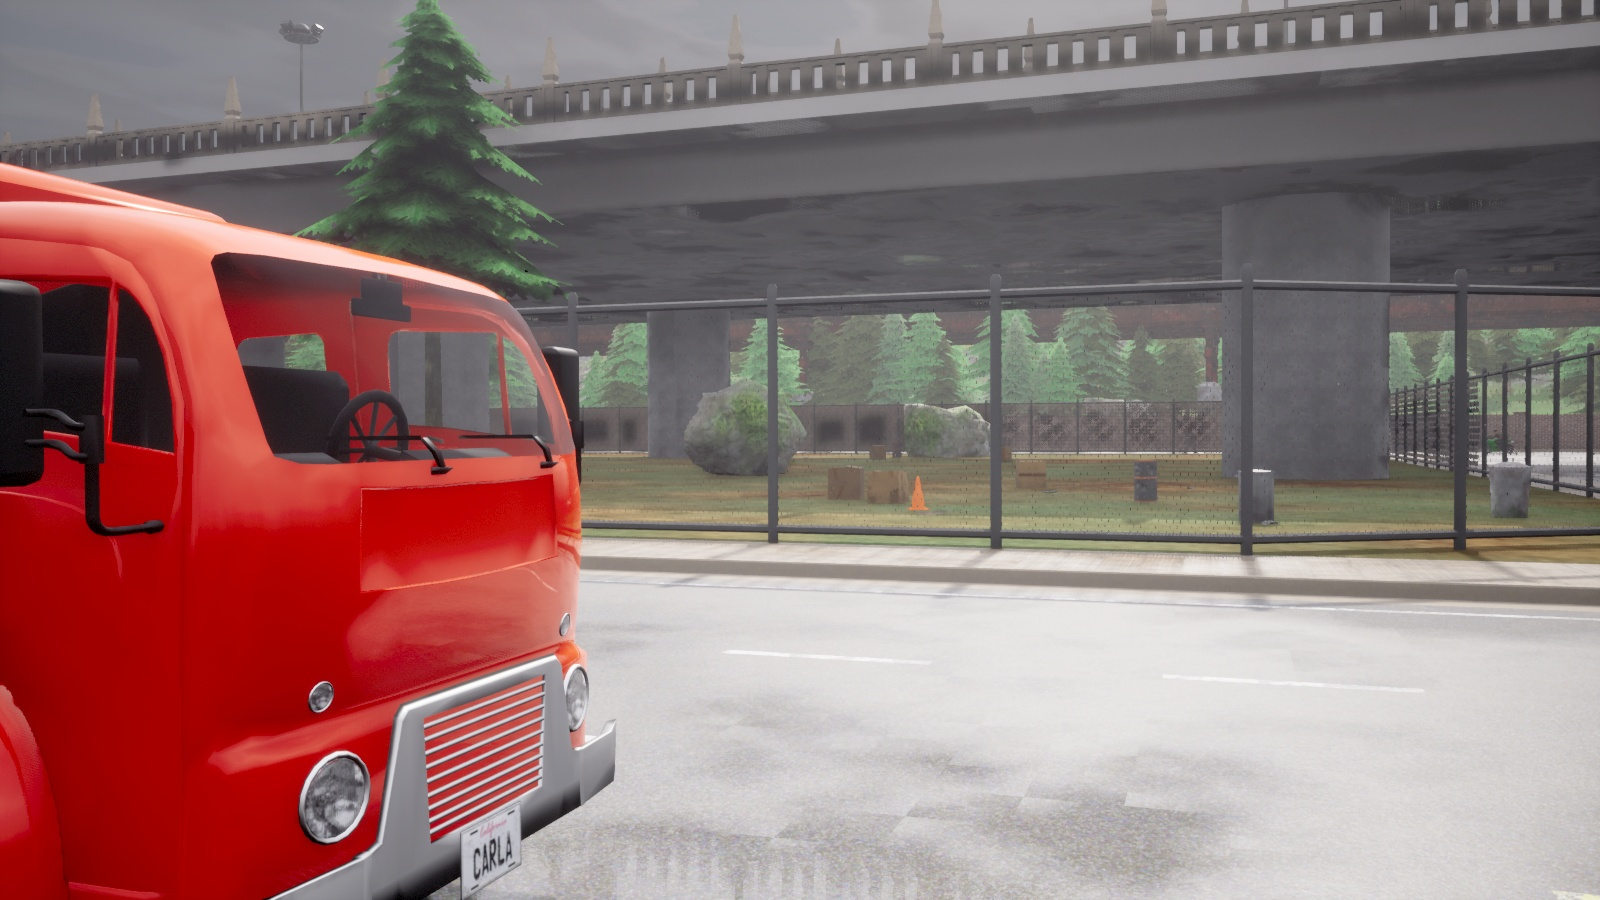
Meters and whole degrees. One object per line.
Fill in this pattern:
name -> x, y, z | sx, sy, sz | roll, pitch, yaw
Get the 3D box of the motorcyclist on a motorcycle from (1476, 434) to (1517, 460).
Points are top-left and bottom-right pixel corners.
motorcyclist on a motorcycle -> 42.323, -0.199, 76.313 | 0.797, 1.523, 2.044 | -3, 2, -30

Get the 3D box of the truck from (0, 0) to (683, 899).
truck -> -3.327, 0.258, 4.304 | 5.204, 2.467, 2.627 | 1, 1, 19
